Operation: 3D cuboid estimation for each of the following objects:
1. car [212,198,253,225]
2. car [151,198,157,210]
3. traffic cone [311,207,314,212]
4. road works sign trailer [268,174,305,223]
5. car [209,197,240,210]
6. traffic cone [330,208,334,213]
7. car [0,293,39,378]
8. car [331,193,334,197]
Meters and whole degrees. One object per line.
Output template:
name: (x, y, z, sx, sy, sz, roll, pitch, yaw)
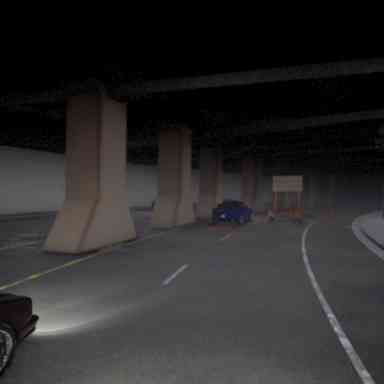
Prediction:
car: (2.954, 1.387, 23.457, 1.882, 1.535, 5.008, 1, 0, 23)
car: (-2.244, 0.991, 36.823, 2.150, 2.045, 5.566, 1, 1, 30)
traffic cone: (13.452, 1.922, 37.095, 0.340, 0.580, 0.340, 1, 0, 30)
road works sign trailer: (7.386, 0.417, 25.589, 2.380, 3.560, 2.880, 1, 0, 30)
car: (4.006, 1.395, 40.172, 1.994, 1.385, 4.181, 1, 0, 34)
traffic cone: (15.183, 1.949, 36.094, 0.340, 0.580, 0.340, 1, 0, 30)
car: (-3.293, 1.493, 2.241, 2.033, 1.411, 5.357, 1, 0, 6)
car: (30.223, 0.955, 72.296, 2.097, 1.767, 4.553, 1, 0, 40)
